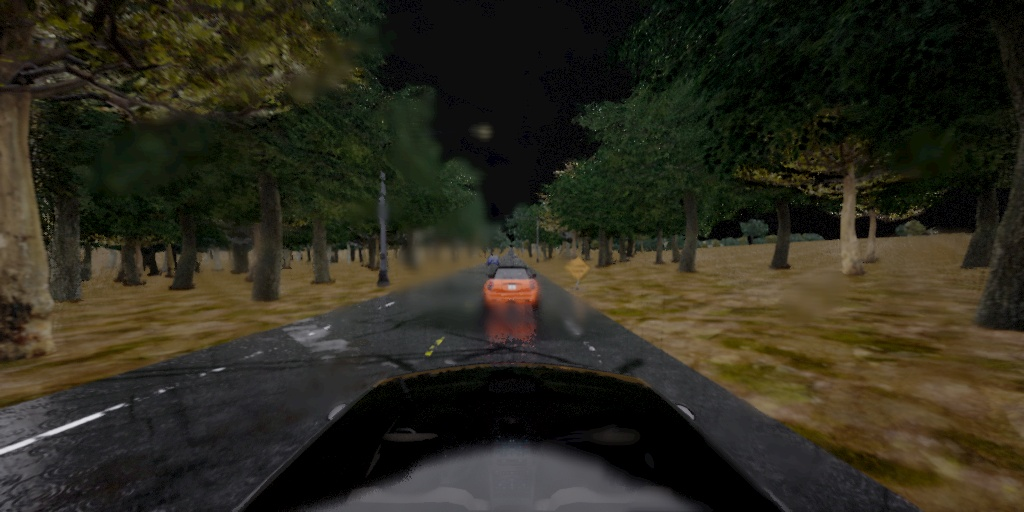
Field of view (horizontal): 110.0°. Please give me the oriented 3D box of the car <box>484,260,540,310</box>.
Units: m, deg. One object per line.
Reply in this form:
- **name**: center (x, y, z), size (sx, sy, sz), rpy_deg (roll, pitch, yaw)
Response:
- **car**: center (0.023, 1.171, 15.236), size (2.097, 1.767, 4.553), rpy_deg (0, 0, 0)

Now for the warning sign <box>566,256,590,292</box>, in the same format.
- **warning sign**: center (3.551, 0.943, 19.280), size (1.300, 1.860, 1.060), rpy_deg (0, 0, 0)
